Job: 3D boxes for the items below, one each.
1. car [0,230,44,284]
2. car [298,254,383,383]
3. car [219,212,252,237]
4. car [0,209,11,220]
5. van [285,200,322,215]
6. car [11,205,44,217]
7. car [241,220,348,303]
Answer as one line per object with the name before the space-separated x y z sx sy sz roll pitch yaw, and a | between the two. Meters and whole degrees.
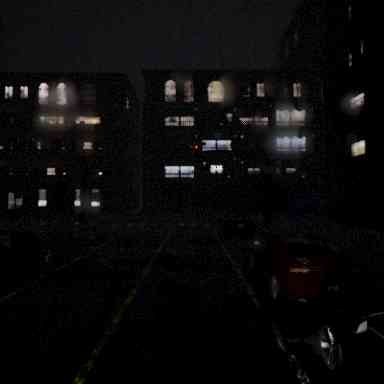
car | -5.270 1.670 8.280 1.947 1.339 4.313 1 -1 0
car | 2.575 1.601 2.738 1.947 1.339 4.313 1 -1 0
car | 2.581 1.813 19.429 1.947 1.339 4.313 1 -1 0
car | -19.648 1.906 30.827 4.097 1.590 1.967 0 -1 0
van | 13.096 1.791 39.001 3.998 1.788 1.690 0 -1 0
car | -19.687 2.210 38.962 4.403 1.369 2.008 0 -1 0
car | 2.577 1.649 8.303 1.887 1.381 4.507 1 -1 0
